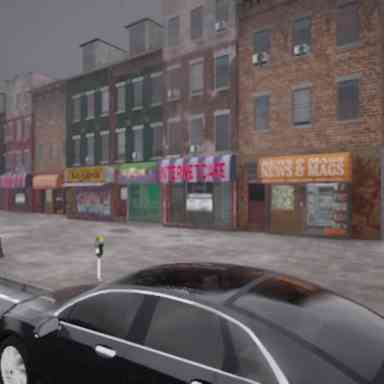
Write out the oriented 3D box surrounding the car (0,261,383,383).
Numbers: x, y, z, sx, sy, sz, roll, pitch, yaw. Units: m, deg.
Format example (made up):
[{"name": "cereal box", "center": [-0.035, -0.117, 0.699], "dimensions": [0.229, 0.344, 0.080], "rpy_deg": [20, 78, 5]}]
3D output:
[{"name": "car", "center": [-0.170, 1.513, 3.402], "dimensions": [4.892, 1.490, 1.837], "rpy_deg": [0, 0, 35]}]
